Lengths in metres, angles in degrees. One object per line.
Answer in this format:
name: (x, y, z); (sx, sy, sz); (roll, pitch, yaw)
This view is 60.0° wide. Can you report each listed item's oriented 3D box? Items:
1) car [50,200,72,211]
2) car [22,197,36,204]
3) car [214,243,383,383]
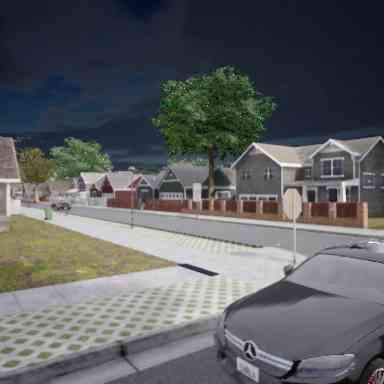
car: (-18.605, 1.841, 46.967); (2.033, 1.411, 5.357); (0, 0, -35)
car: (-39.386, 2.134, 81.261); (1.994, 1.385, 4.181); (0, 0, -35)
car: (2.453, 1.524, 4.701); (4.674, 1.442, 1.812); (0, 0, -36)
